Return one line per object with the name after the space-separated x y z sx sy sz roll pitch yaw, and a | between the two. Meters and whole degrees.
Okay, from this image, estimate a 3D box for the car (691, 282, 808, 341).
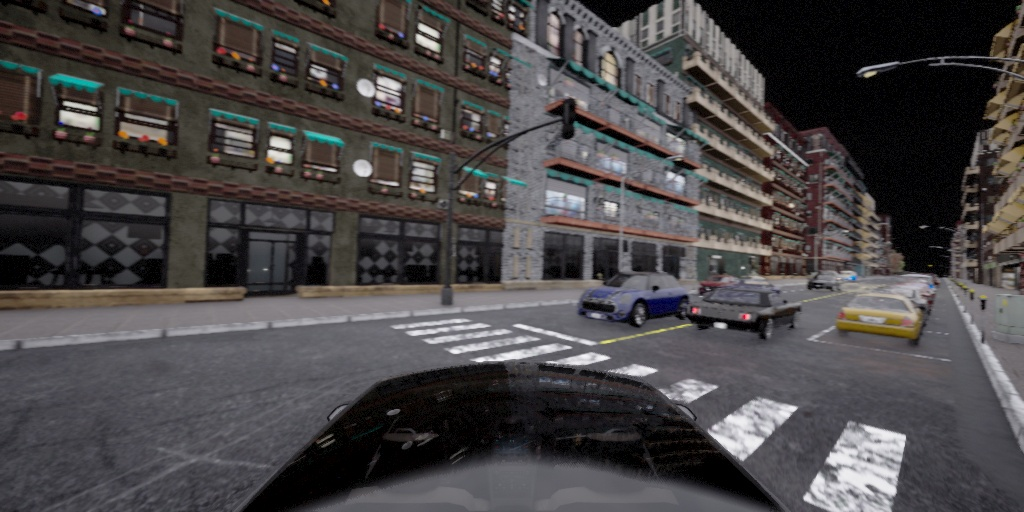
7.405 1.676 11.223 4.718 1.301 1.895 2 -1 -40 | car

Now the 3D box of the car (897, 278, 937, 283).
19.642 2.058 17.935 4.507 1.381 1.888 0 0 -40 | car

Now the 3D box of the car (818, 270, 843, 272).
40.350 2.774 46.124 5.009 1.841 2.192 0 0 -40 | car

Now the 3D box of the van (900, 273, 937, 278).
28.334 2.195 25.187 3.998 1.789 1.690 0 0 -40 | van

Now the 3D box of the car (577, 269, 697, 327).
4.386 1.355 12.737 4.553 1.767 2.097 2 -1 -40 | car

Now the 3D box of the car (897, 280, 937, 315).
15.296 1.893 14.309 4.403 1.370 2.007 0 0 -40 | car

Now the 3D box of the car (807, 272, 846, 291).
28.763 2.463 33.000 4.892 1.490 1.837 3 -1 -39 | car

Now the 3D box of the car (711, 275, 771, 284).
13.374 1.954 20.243 4.718 1.301 1.895 2 -1 -40 | car

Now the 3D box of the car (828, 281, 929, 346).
11.255 1.706 10.937 4.829 1.417 1.751 0 0 -40 | car

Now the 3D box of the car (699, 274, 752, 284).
14.276 1.972 24.371 4.507 1.381 1.888 0 0 -40 | car

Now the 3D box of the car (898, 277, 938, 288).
23.988 2.228 21.560 4.507 1.381 1.888 0 0 -40 | car

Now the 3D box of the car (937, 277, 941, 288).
32.679 2.576 28.812 4.403 1.370 2.007 0 0 -40 | car
